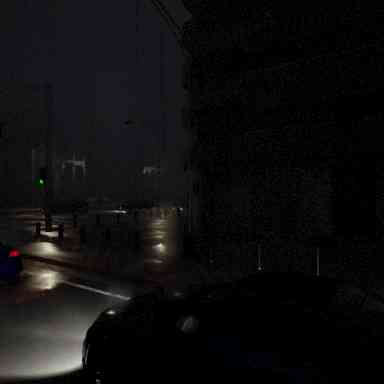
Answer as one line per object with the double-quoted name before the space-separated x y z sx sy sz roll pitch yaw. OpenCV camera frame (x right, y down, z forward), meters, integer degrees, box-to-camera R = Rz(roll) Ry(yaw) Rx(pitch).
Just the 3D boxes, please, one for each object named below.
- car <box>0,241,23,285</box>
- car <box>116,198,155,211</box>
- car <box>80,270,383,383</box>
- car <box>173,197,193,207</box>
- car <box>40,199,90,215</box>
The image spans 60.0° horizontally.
"car" -6.091 1.564 8.317 4.181 1.385 1.994 0 0 36
"car" -6.824 1.492 41.052 2.033 1.411 5.357 0 0 36
"car" 0.761 1.564 3.448 4.181 1.385 1.994 0 0 36
"car" -0.769 1.449 49.409 1.837 1.490 4.892 0 0 36
"car" -12.553 1.449 33.120 1.837 1.490 4.892 0 0 36
